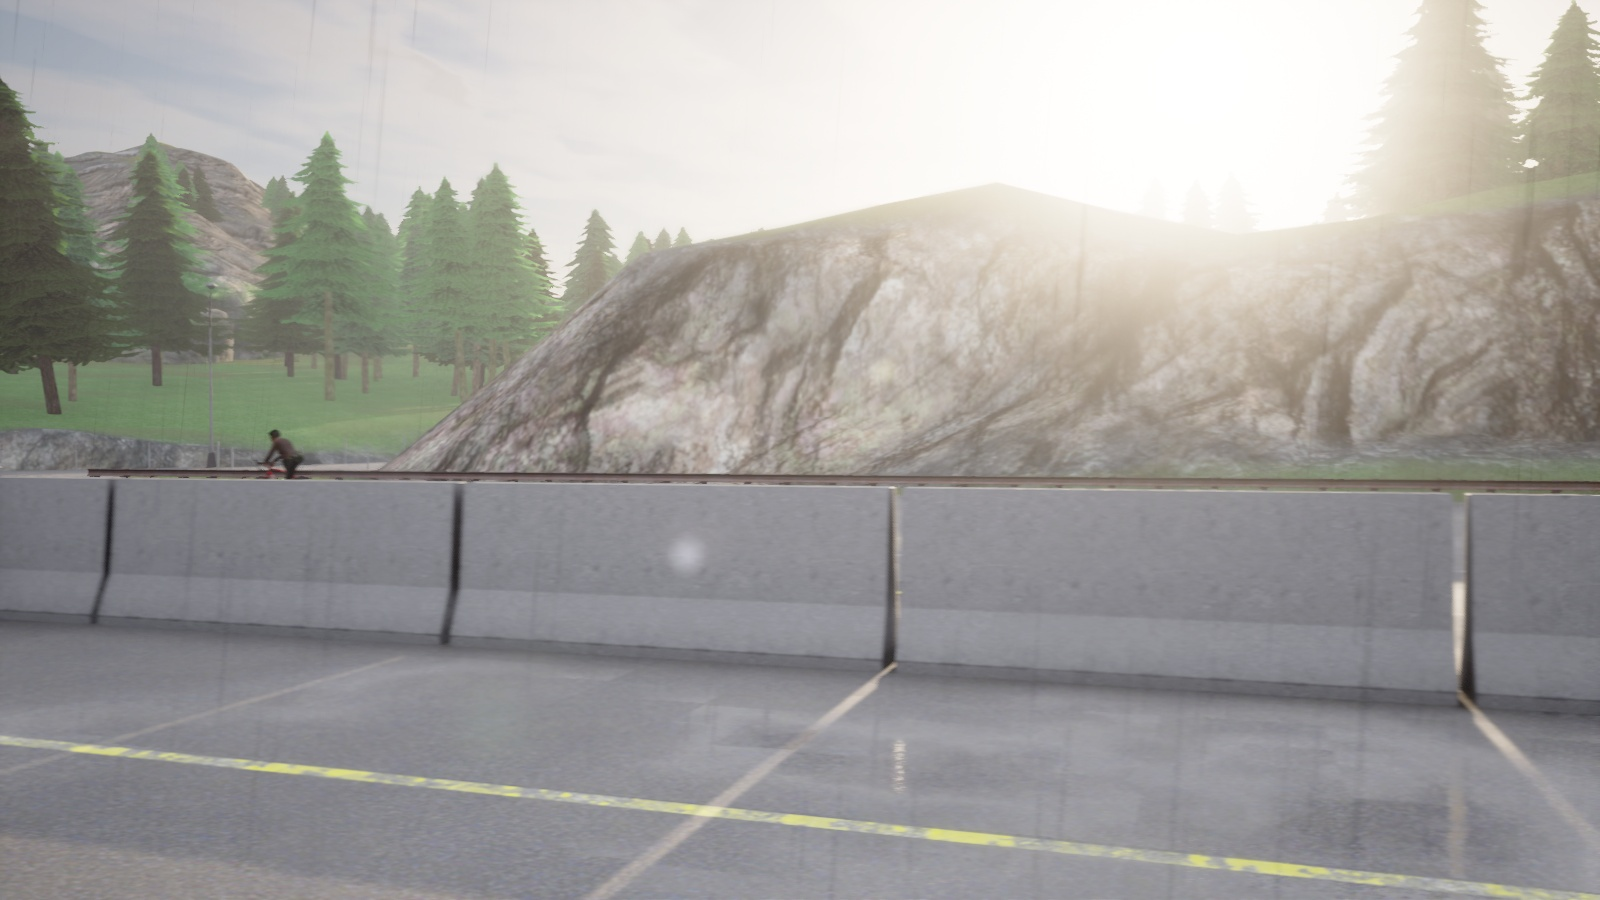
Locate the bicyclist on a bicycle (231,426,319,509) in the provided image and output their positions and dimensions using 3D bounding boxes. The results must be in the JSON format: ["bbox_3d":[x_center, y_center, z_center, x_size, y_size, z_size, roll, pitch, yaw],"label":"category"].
[{"bbox_3d":[-10.532,0.336,25.198,1.656,1.620,0.582,0,1,19],"label":"bicyclist on a bicycle"}]
